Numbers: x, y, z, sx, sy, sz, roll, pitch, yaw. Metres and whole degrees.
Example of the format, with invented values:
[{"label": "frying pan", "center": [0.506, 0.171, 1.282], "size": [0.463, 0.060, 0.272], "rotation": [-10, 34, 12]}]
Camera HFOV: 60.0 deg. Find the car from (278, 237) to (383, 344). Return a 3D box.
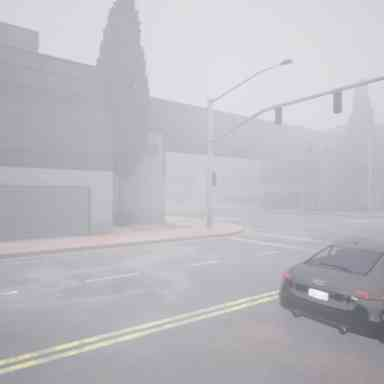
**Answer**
[{"label": "car", "center": [3.612, 1.597, 6.443], "size": [4.181, 1.385, 1.994], "rotation": [0, 0, -36]}]
